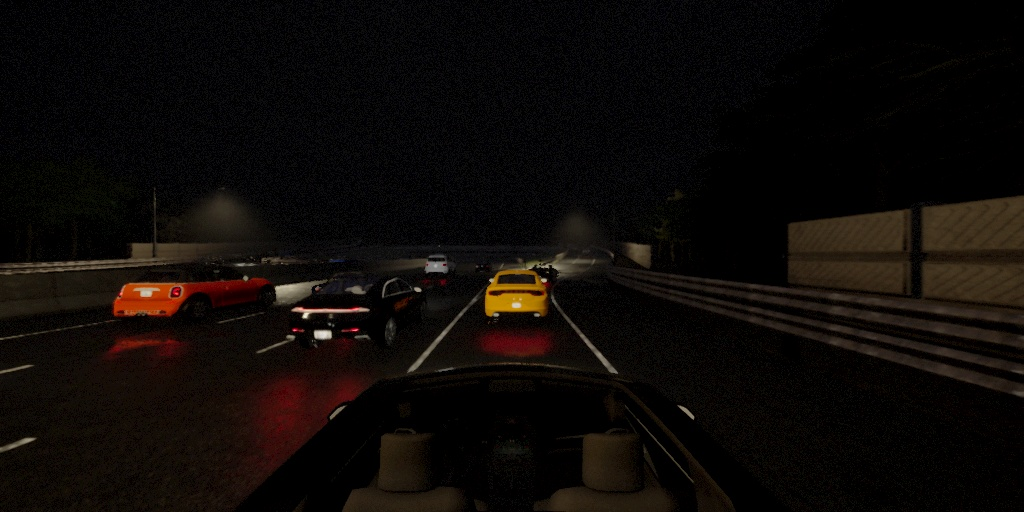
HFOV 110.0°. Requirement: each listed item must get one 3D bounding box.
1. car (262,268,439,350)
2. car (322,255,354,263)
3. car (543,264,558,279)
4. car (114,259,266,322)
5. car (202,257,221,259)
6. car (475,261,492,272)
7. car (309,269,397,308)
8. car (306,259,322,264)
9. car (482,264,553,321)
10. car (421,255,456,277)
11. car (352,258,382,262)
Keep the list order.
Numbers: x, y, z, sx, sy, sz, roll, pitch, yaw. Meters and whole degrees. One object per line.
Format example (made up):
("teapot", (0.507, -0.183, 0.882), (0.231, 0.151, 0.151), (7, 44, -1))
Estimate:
("car", (-3.496, 1.237, 9.059), (2.128, 1.511, 4.902), (0, 0, 0))
("car", (-24.620, 0.938, 51.936), (2.150, 2.045, 5.566), (0, 0, 0))
("car", (2.827, 1.365, 31.153), (1.895, 1.301, 4.718), (2, 0, 14))
("car", (-10.393, 1.095, 12.319), (2.097, 1.767, 4.553), (0, 0, 0))
("car", (-40.511, 0.893, 48.088), (1.837, 1.490, 4.892), (0, 1, -19))
("car", (-3.526, 1.276, 44.784), (2.033, 1.411, 5.357), (0, 0, 0))
("car", (-6.889, 1.342, 16.189), (1.895, 1.301, 4.718), (0, 0, 0))
("car", (-28.119, 1.221, 51.952), (1.837, 1.490, 4.892), (0, 0, 0))
("car", (0.205, 1.222, 12.490), (1.882, 1.535, 5.008), (0, 0, 2))
("car", (-6.897, 0.954, 35.055), (2.150, 2.045, 5.566), (0, 0, 0))
("car", (-21.131, 1.279, 52.355), (1.994, 1.385, 4.181), (0, 0, 0))
